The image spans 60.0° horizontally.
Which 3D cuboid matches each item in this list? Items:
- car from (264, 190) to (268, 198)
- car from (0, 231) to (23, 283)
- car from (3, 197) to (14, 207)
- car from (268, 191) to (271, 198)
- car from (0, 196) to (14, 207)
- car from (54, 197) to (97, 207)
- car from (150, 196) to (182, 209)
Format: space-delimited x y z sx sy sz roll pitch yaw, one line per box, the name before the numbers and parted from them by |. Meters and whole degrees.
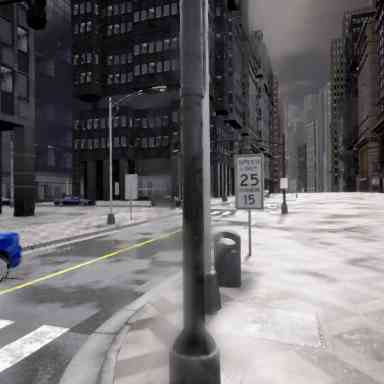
car | 11.229 0.632 56.940 1.994 1.385 4.181 -1 1 19
car | -5.913 1.429 6.739 1.882 1.535 5.008 -1 1 19
car | -25.144 1.324 42.651 4.718 1.301 1.895 -1 0 19
car | 14.603 0.411 66.634 2.128 1.511 4.902 -1 1 19
car | -27.450 1.327 46.803 4.181 1.385 1.994 0 0 19
car | -13.544 1.213 38.667 4.718 1.301 1.895 -1 0 19
car | -1.821 1.101 33.902 4.718 1.301 1.895 0 0 30
